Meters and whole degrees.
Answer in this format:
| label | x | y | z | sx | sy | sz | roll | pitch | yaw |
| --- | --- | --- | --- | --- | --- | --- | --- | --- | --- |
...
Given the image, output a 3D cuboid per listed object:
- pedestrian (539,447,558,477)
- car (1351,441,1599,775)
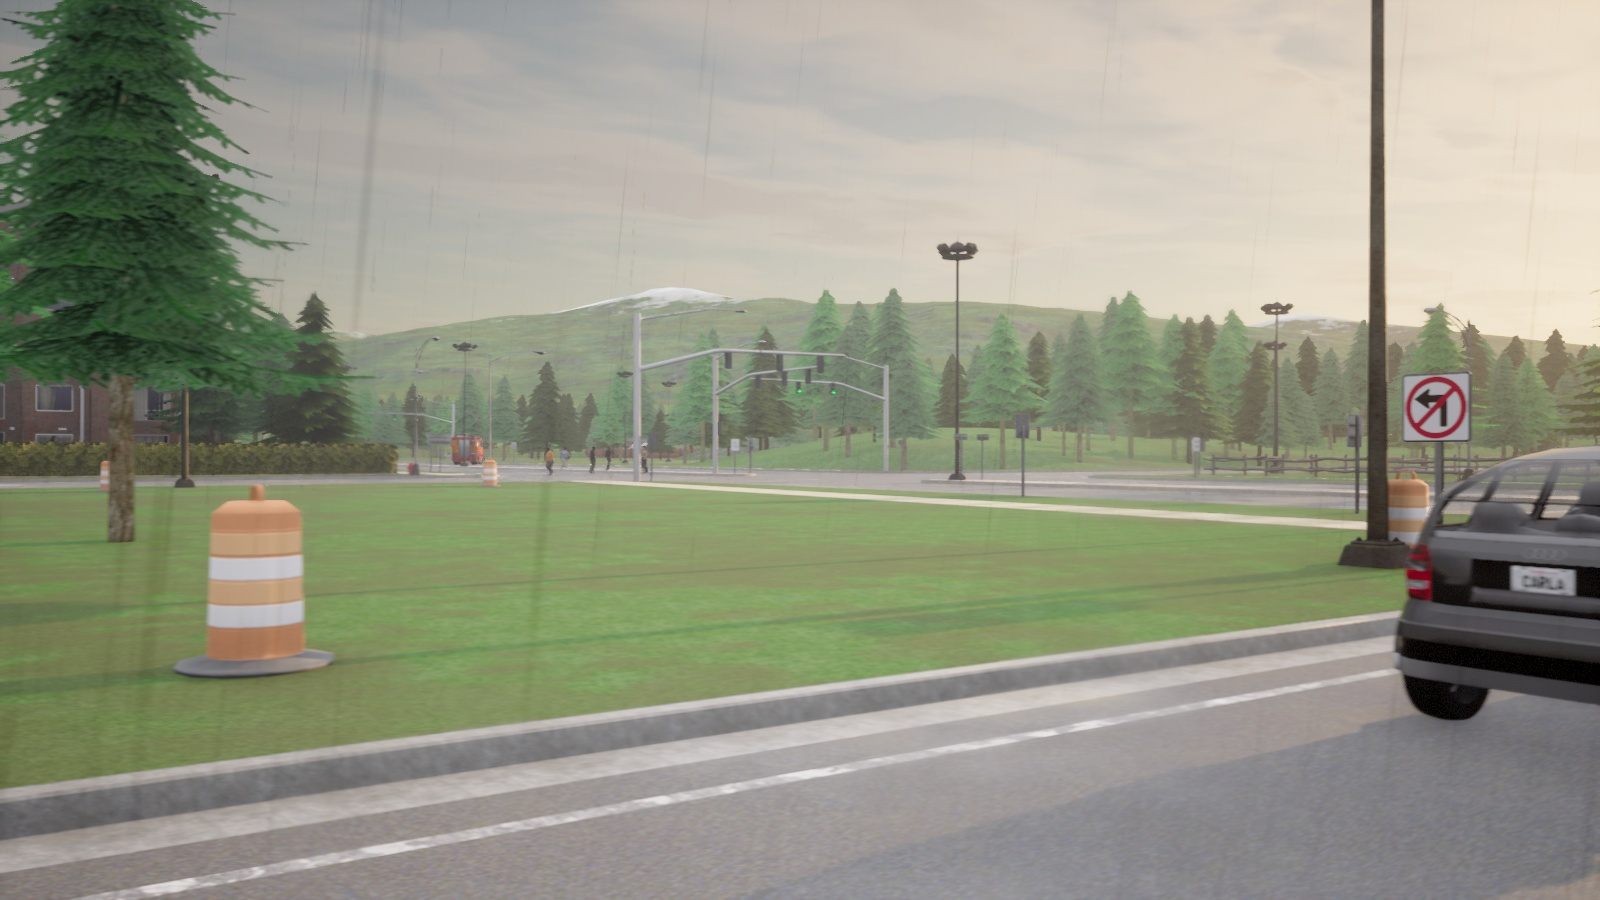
| label | x | y | z | sx | sy | sz | roll | pitch | yaw |
| --- | --- | --- | --- | --- | --- | --- | --- | --- | --- |
| pedestrian | -16.044 | 0.764 | 80.069 | 0.900 | 1.855 | 0.874 | 0 | 0 | -34 |
| car | 5.032 | 0.730 | 7.160 | 3.705 | 1.549 | 1.789 | 0 | 0 | -35 |
